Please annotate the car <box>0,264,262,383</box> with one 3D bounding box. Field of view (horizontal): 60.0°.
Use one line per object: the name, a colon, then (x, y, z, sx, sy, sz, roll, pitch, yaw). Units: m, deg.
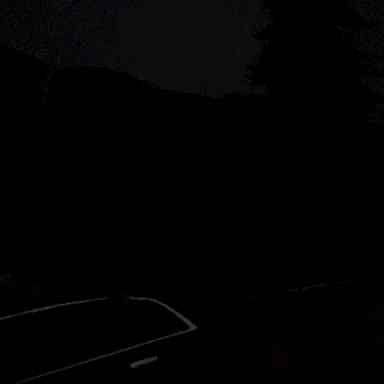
car: (-1.601, 1.479, 2.665, 4.892, 1.490, 1.837, 0, 0, -34)
